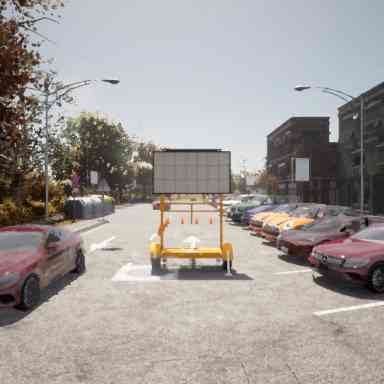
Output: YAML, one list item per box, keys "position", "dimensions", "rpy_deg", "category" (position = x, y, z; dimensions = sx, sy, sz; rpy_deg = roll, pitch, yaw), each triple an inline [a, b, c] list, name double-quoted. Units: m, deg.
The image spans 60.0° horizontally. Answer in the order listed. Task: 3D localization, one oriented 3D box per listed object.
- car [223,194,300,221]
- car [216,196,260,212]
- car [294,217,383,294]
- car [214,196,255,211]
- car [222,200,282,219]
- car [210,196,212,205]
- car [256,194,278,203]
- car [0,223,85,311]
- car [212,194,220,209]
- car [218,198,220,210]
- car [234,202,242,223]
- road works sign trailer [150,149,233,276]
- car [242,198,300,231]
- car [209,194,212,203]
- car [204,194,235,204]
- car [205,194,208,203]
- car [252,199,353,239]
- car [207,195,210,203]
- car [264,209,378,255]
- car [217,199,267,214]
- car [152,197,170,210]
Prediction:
- position: [5.308, 1.251, 23.629]
  dimensions: [5.566, 2.045, 2.435]
  rpy_deg: [1, 0, -20]
  category: "car"
- position: [5.322, 1.413, 38.660]
  dimensions: [4.553, 1.767, 2.185]
  rpy_deg: [1, 0, -20]
  category: "car"
- position: [5.299, 1.527, 8.641]
  dimensions: [4.674, 1.452, 2.002]
  rpy_deg: [1, 0, -20]
  category: "car"
- position: [5.328, 1.423, 41.661]
  dimensions: [4.553, 1.767, 2.185]
  rpy_deg: [1, 0, -20]
  category: "car"
- position: [5.304, 1.544, 29.644]
  dimensions: [4.792, 1.488, 2.163]
  rpy_deg: [1, 0, -20]
  category: "car"
- position: [5.365, 1.600, 44.669]
  dimensions: [4.674, 1.452, 2.002]
  rpy_deg: [1, 0, -20]
  category: "car"
- position: [18.333, 1.462, 81.718]
  dimensions: [2.435, 2.045, 5.566]
  rpy_deg: [0, 0, -21]
  category: "car"
- position: [-3.963, 1.527, 7.885]
  dimensions: [1.812, 1.442, 4.674]
  rpy_deg: [0, 0, 0]
  category: "car"
- position: [5.317, 1.270, 32.646]
  dimensions: [5.566, 2.045, 2.435]
  rpy_deg: [1, 0, -20]
  category: "car"
- position: [5.151, 1.503, 26.586]
  dimensions: [5.366, 1.575, 1.946]
  rpy_deg: [1, 0, -20]
  category: "car"
- position: [5.308, 1.538, 20.651]
  dimensions: [4.674, 1.452, 2.002]
  rpy_deg: [1, 0, -20]
  category: "car"
- position: [-0.011, 0.467, 10.358]
  dimensions: [2.380, 3.560, 2.880]
  rpy_deg: [0, 0, 0]
  category: "road works sign trailer"
- position: [5.339, 1.369, 17.654]
  dimensions: [4.553, 1.767, 2.185]
  rpy_deg: [1, 0, -20]
  category: "car"
- position: [5.401, 1.446, 47.678]
  dimensions: [4.553, 1.767, 2.185]
  rpy_deg: [1, 0, -20]
  category: "car"
- position: [5.375, 1.391, 65.719]
  dimensions: [5.566, 2.045, 2.435]
  rpy_deg: [1, 0, -20]
  category: "car"
- position: [5.190, 1.612, 59.625]
  dimensions: [5.366, 1.575, 1.946]
  rpy_deg: [1, 0, -20]
  category: "car"
- position: [5.334, 1.366, 14.653]
  dimensions: [4.553, 1.767, 2.185]
  rpy_deg: [1, 0, -20]
  category: "car"
- position: [5.362, 1.583, 50.681]
  dimensions: [5.008, 1.535, 2.097]
  rpy_deg: [1, -1, -20]
  category: "car"
- position: [5.271, 1.518, 11.633]
  dimensions: [4.792, 1.488, 2.163]
  rpy_deg: [1, 0, -20]
  category: "car"
- position: [5.321, 1.560, 35.645]
  dimensions: [4.792, 1.488, 2.163]
  rpy_deg: [1, 0, -20]
  category: "car"
- position: [-4.024, 1.425, 44.044]
  dimensions: [2.097, 1.767, 4.553]
  rpy_deg: [0, 0, 0]
  category: "car"
